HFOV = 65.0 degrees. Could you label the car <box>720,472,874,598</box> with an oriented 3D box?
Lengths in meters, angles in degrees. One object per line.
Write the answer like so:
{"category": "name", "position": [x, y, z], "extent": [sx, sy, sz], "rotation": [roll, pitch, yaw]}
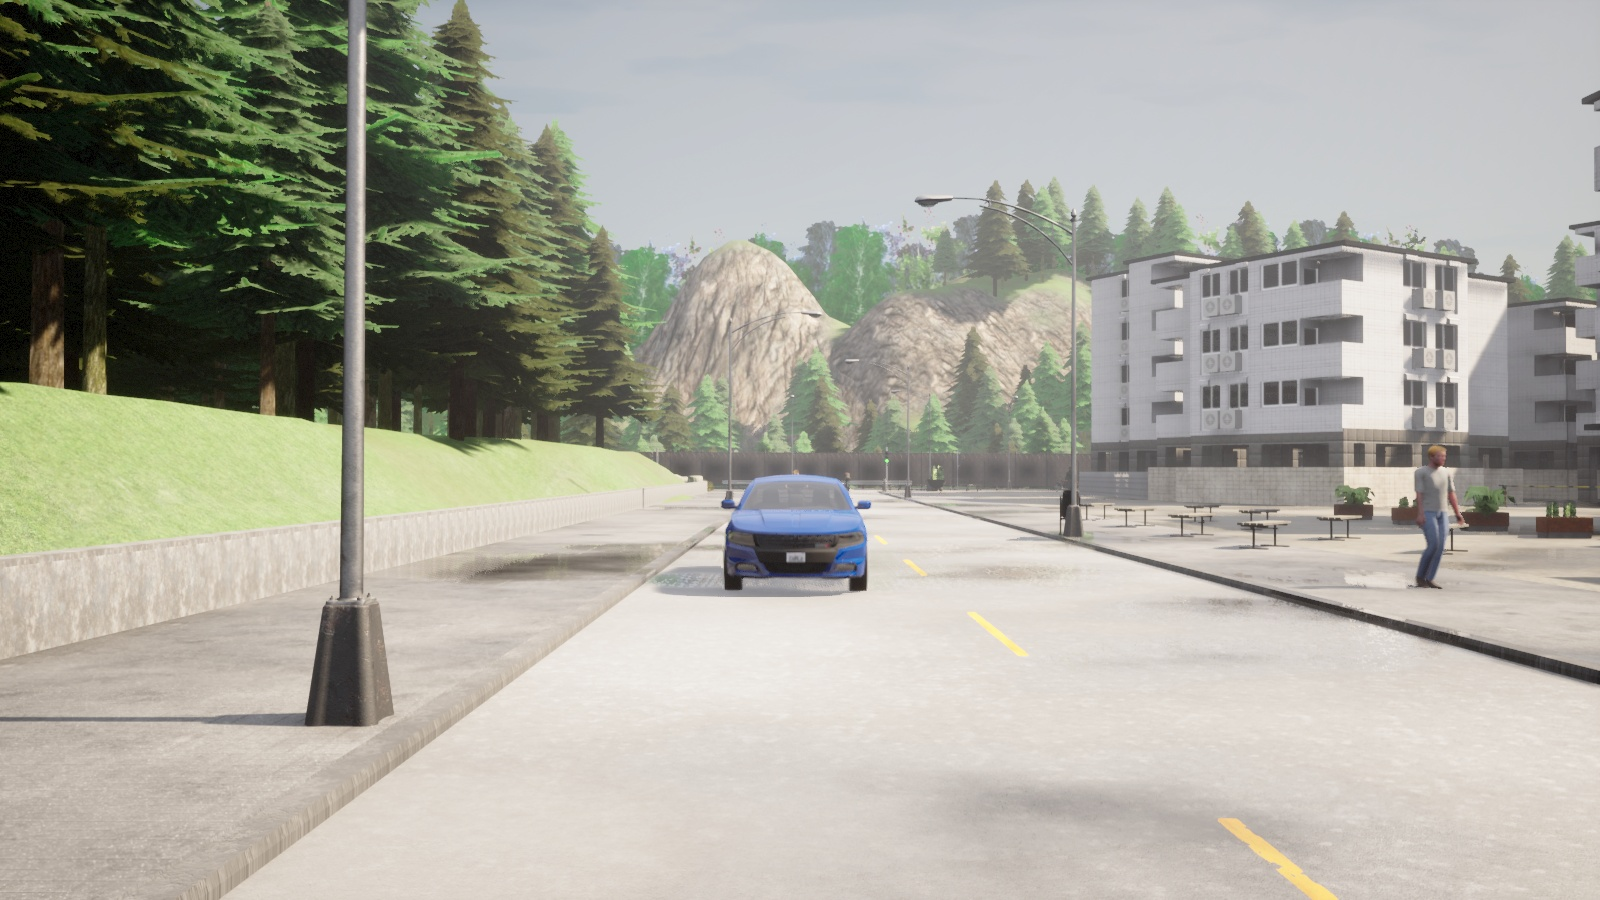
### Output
{"category": "car", "position": [-0.048, 1.093, 17.936], "extent": [1.882, 1.535, 5.008], "rotation": [0, -1, 0]}

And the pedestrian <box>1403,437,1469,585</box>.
{"category": "pedestrian", "position": [8.075, 0.759, 15.960], "extent": [0.354, 1.836, 0.706], "rotation": [0, -1, -13]}
